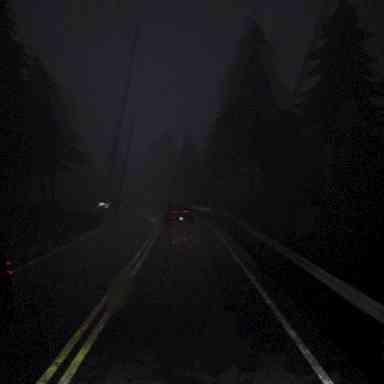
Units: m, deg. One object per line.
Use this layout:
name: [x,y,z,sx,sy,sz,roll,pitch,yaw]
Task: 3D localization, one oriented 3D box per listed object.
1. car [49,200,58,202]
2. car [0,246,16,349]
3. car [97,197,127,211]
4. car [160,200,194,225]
car: [-17.966,1.761,42.089,4.902,1.511,2.128,-2,3,36]
car: [-3.330,1.209,2.022,2.150,2.045,5.566,0,0,0]
car: [-9.521,1.341,39.172,1.837,1.490,4.892,-4,2,-42]
car: [-1.051,1.330,22.663,1.837,1.490,4.892,-1,1,-9]
